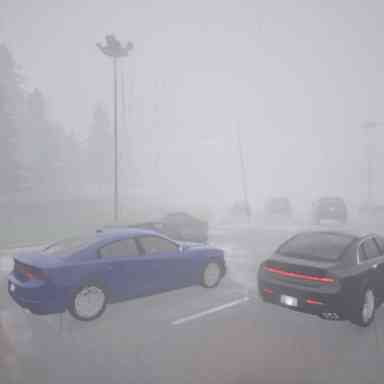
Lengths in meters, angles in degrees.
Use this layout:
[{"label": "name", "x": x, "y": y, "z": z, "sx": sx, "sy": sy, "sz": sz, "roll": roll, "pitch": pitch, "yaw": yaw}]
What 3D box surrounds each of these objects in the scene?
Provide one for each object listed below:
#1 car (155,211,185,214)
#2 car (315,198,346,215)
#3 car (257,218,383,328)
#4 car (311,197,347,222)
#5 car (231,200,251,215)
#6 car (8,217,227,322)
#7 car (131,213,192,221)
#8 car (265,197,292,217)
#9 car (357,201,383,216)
[{"label": "car", "x": -0.971, "y": 1.737, "z": 18.123, "sx": 1.812, "sy": 1.442, "sz": 4.674, "roll": -1, "pitch": 0, "yaw": 37}, {"label": "car", "x": 16.224, "y": 1.638, "z": 39.231, "sx": 2.097, "sy": 1.767, "sz": 4.553, "roll": -1, "pitch": -1, "yaw": 6}, {"label": "car", "x": 3.320, "y": 1.559, "z": 7.235, "sx": 1.837, "sy": 1.490, "sz": 4.892, "roll": 0, "pitch": 0, "yaw": 45}, {"label": "car", "x": 10.912, "y": 1.418, "z": 26.624, "sx": 2.150, "sy": 2.045, "sz": 5.566, "roll": 0, "pitch": -1, "yaw": 16}, {"label": "car", "x": 5.685, "y": 1.729, "z": 38.732, "sx": 2.097, "sy": 1.767, "sz": 4.553, "roll": -1, "pitch": -1, "yaw": 5}, {"label": "car", "x": -1.342, "y": 1.578, "z": 7.606, "sx": 5.008, "sy": 1.535, "sz": 1.882, "roll": 0, "pitch": -1, "yaw": -40}, {"label": "car", "x": -1.689, "y": 1.695, "z": 11.611, "sx": 2.033, "sy": 1.411, "sz": 5.357, "roll": -1, "pitch": -1, "yaw": 43}, {"label": "car", "x": 8.930, "y": 1.524, "z": 34.728, "sx": 2.150, "sy": 2.045, "sz": 5.566, "roll": 0, "pitch": -1, "yaw": 6}, {"label": "car", "x": 19.618, "y": 1.746, "z": 36.043, "sx": 1.812, "sy": 1.442, "sz": 4.674, "roll": 0, "pitch": -1, "yaw": 5}]
